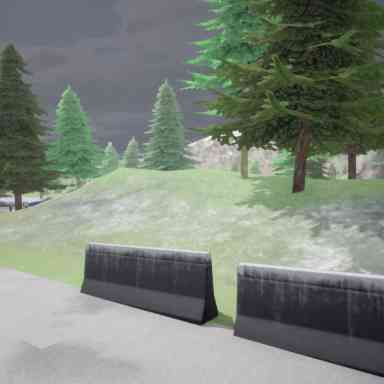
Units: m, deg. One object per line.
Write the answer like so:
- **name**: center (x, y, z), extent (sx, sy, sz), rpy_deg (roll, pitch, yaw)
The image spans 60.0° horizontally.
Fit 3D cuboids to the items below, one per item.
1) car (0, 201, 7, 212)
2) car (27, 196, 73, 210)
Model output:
- **car**: center (-21.855, 1.398, 34.364), extent (2.128, 1.511, 4.902), rpy_deg (0, 0, 42)
- **car**: center (-18.452, 1.374, 42.769), extent (5.008, 1.535, 1.882), rpy_deg (0, 0, -42)
